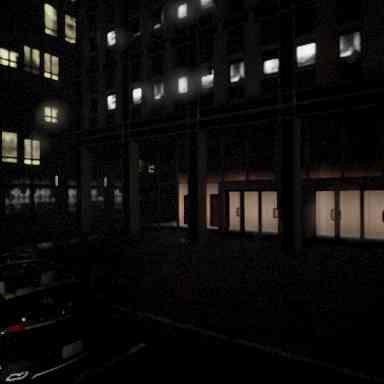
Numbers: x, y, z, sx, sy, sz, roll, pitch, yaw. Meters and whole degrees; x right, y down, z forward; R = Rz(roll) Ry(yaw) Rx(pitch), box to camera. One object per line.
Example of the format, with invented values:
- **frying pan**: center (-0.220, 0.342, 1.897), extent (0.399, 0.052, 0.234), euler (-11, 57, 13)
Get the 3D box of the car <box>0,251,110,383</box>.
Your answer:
- **car**: center (-3.155, 1.603, 5.124), extent (4.403, 1.369, 2.008), euler (-1, 0, 36)
